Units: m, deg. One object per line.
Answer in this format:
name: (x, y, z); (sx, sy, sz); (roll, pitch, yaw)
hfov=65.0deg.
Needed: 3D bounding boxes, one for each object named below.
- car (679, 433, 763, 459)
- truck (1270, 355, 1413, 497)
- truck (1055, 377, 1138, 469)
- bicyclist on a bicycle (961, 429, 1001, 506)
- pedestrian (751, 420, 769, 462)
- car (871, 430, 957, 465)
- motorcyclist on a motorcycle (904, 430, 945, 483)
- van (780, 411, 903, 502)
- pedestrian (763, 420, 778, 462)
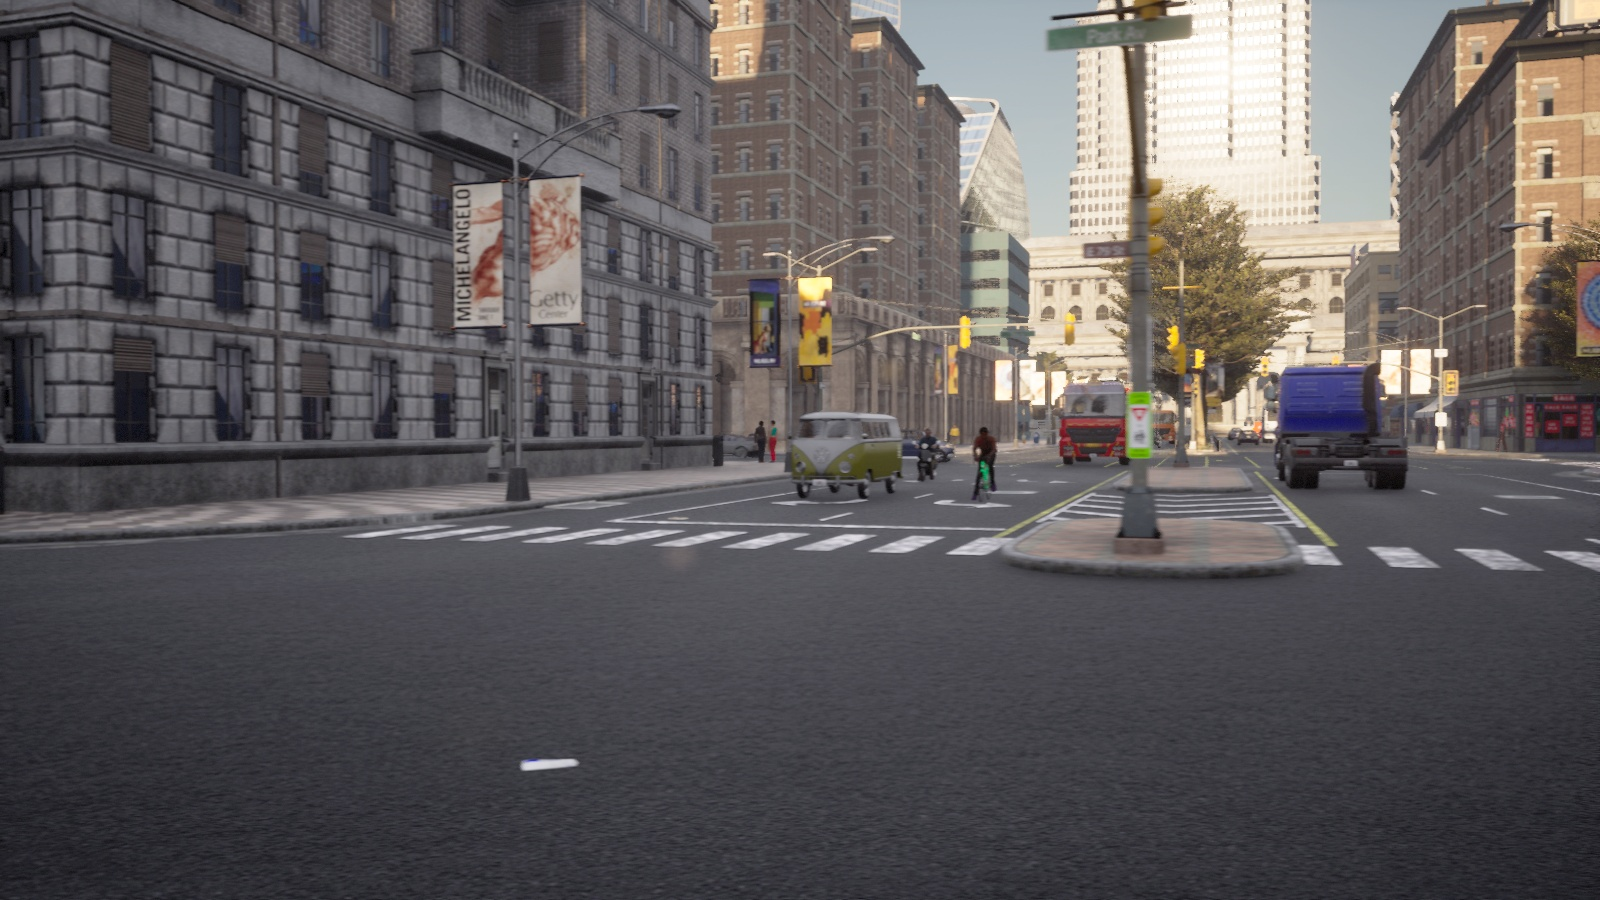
car: (-4.379, -0.239, 69.410); (4.181, 1.385, 1.994); (1, 1, 18)
truck: (14.813, -0.658, 34.900); (2.891, 3.462, 7.936); (1, 1, 18)
truck: (13.450, -1.192, 56.454); (2.891, 3.827, 8.468); (1, 1, 18)
bicyclist on a bicycle: (3.986, 0.353, 27.560); (0.582, 1.620, 1.656); (1, 1, 18)
pedestrian: (-1.733, -0.398, 54.546); (0.328, 1.805, 0.869); (1, 1, 33)
car: (5.356, -0.123, 58.933); (3.705, 1.549, 1.789); (1, 1, 18)
motorcyclist on a motorcycle: (3.821, 0.180, 38.310); (0.866, 1.590, 1.817); (1, 1, 18)
van: (1.082, 0.103, 29.936); (1.775, 1.987, 4.442); (1, 1, 18)
pedestrian: (-1.258, -0.389, 54.096); (0.345, 1.836, 0.594); (-1, 1, -43)
